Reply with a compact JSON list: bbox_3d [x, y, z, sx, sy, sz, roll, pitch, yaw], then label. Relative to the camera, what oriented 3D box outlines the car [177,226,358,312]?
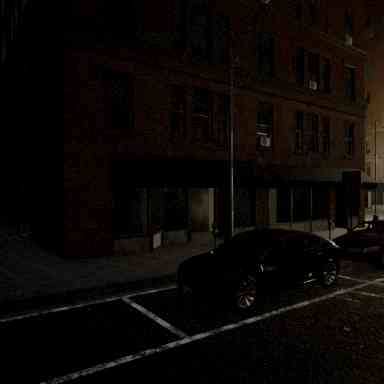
[{"bbox_3d":[1.701,1.566,7.730,4.313,1.339,1.947,0,0,-35],"label":"car"}]

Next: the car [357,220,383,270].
[{"bbox_3d":[6.189,1.582,10.912,4.206,1.307,1.802,0,0,-35],"label":"car"}]
